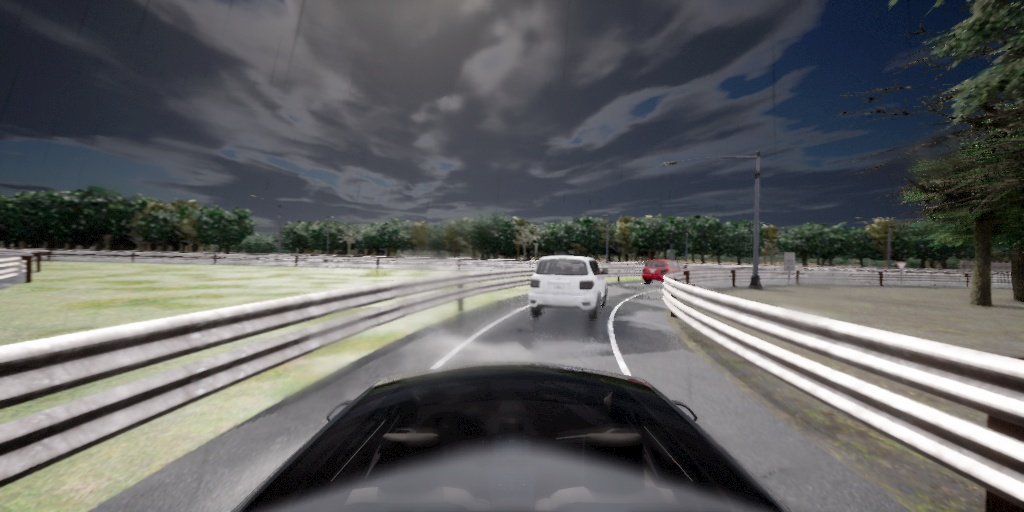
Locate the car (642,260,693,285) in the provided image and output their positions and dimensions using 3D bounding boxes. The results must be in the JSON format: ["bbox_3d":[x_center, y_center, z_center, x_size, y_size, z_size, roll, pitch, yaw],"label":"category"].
[{"bbox_3d":[12.807,1.359,29.458,5.566,2.045,2.150,2,-1,-43],"label":"car"}]

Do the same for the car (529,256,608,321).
[{"bbox_3d":[2.237,1.043,13.219,2.150,2.045,5.566,0,0,18],"label":"car"}]
